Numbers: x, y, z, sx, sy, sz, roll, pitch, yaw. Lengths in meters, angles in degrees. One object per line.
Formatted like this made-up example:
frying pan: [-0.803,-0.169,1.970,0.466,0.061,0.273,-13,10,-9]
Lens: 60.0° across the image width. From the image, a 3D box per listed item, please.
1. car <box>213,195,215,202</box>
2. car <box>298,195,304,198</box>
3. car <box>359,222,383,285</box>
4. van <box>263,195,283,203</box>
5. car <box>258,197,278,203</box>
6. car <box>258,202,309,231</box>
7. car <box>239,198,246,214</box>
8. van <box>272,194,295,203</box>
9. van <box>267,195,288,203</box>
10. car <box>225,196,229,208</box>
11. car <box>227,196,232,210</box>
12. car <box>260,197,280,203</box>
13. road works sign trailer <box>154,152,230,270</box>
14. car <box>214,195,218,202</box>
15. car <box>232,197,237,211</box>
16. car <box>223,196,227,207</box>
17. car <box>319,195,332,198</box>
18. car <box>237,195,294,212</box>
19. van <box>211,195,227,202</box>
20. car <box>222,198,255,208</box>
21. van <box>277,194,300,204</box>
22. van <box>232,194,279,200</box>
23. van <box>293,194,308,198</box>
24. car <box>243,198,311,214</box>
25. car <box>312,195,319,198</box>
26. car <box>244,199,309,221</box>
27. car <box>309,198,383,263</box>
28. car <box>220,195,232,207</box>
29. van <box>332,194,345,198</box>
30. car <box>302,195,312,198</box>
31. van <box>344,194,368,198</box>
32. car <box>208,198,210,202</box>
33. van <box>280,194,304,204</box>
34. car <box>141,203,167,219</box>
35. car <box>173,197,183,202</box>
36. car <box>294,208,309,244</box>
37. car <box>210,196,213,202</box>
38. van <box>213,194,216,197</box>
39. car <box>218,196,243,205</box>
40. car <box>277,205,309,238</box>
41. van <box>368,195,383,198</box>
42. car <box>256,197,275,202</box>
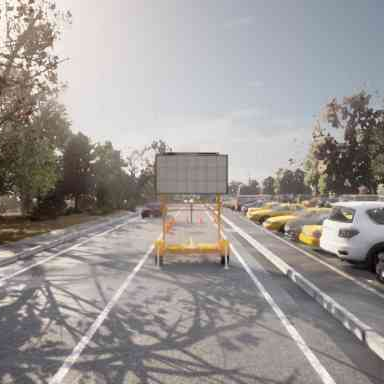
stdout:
car: [7.294,1.718,65.728,5.008,1.535,2.097,0,0,0]
car: [20.291,1.691,54.533,4.674,1.452,2.002,0,0,0]
car: [6.829,1.589,7.441,5.008,1.535,2.097,0,0,0]
van: [20.653,1.747,84.860,4.442,1.987,1.878,0,-1,0]
car: [20.576,2.091,90.395,5.008,1.535,2.097,0,-1,0]
car: [6.729,1.549,18.546,5.366,1.575,1.946,0,0,0]
car: [6.999,1.536,29.638,4.892,1.521,2.231,0,0,0]
van: [20.330,1.528,73.934,4.442,1.987,1.878,0,-1,0]
van: [20.374,1.628,79.324,4.442,1.987,1.878,0,-1,0]
car: [7.089,1.629,43.519,4.792,1.488,2.163,0,0,0]
car: [7.066,1.614,40.743,4.792,1.488,2.163,0,0,0]
car: [20.553,2.033,87.626,4.892,1.521,2.231,0,-1,0]
road works sign trailer: [-0.016,0.480,11.138,2.380,3.560,2.880,0,0,-1]
car: [7.046,1.671,57.401,5.366,1.575,1.946,0,0,0]
car: [7.079,1.585,35.190,4.792,1.488,2.163,0,0,0]
car: [7.112,1.644,46.295,4.792,1.488,2.163,0,0,0]
car: [20.169,1.340,43.328,5.566,2.045,2.435,0,0,0]
car: [7.059,1.418,32.418,4.553,1.767,2.185,0,0,0]
van: [7.643,1.937,93.468,4.442,1.987,1.878,0,-1,0]
car: [7.193,1.645,51.847,4.892,1.521,2.231,0,0,0]
van: [20.540,1.513,71.029,4.442,1.987,1.878,0,0,0]
van: [7.189,1.344,37.967,4.442,1.987,1.878,0,0,0]
van: [20.428,1.440,57.304,4.442,1.987,1.878,0,0,0]
car: [7.167,1.529,26.869,5.366,1.575,1.946,0,0,0]
car: [20.191,1.355,46.098,5.566,2.045,2.435,0,0,0]
car: [6.775,1.532,24.219,5.366,1.575,1.946,0,0,0]
car: [6.874,1.329,10.215,5.566,2.045,2.435,0,0,0]
car: [6.978,1.626,49.073,5.366,1.575,1.946,0,0,0]
van: [20.057,1.351,40.560,4.442,1.987,1.878,0,0,0]
car: [20.259,1.635,51.638,5.008,1.535,2.097,0,0,0]
van: [20.268,1.336,37.787,4.442,1.987,1.878,0,0,0]
car: [7.509,2.103,90.689,5.008,1.535,2.097,0,-1,0]
van: [20.518,1.499,68.384,4.442,1.987,1.878,0,0,0]
car: [-3.302,1.658,29.378,1.895,1.301,4.718,0,0,0]
car: [-2.971,1.841,69.954,1.994,1.385,4.181,0,-1,0]
car: [7.054,1.568,12.991,5.366,1.575,1.946,0,0,0]
car: [7.396,1.511,74.057,5.566,2.045,2.435,0,0,0]
van: [7.228,1.522,71.282,4.442,1.987,1.878,0,0,0]
car: [7.246,1.577,62.952,4.553,1.767,2.185,0,0,0]
car: [6.898,1.562,15.769,4.892,1.521,2.231,0,0,0]
van: [19.998,1.309,32.234,4.442,1.987,1.878,0,0,0]
car: [20.600,2.153,93.290,5.008,1.535,2.097,0,-1,0]
